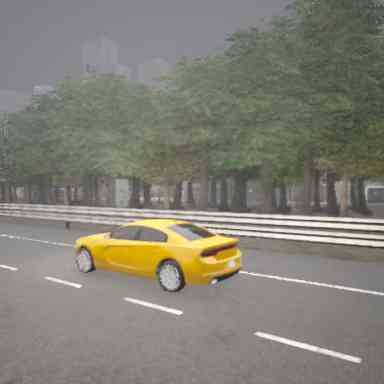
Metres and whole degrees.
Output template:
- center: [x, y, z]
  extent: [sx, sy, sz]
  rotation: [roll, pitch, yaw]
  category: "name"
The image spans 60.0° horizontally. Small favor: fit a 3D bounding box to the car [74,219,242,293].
- center: [-1.122, 1.480, 8.967]
  extent: [5.008, 1.535, 1.882]
  rotation: [0, 0, 35]
  category: "car"
